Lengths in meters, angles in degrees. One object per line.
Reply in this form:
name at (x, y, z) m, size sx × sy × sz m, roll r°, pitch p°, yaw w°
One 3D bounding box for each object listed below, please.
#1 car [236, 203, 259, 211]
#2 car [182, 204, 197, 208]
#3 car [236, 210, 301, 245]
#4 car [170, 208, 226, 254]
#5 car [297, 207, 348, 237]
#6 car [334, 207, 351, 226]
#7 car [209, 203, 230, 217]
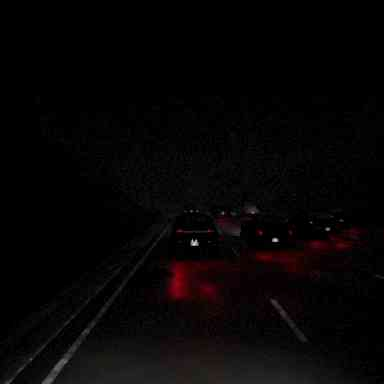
car at (6.453, 2.028, 38.782) m, size 1.812 × 1.442 × 4.674 m, roll 0°, pitch -1°, yaw -5°
car at (-0.258, 2.007, 35.493) m, size 2.033 × 1.411 × 5.357 m, roll 0°, pitch -1°, yaw -4°
car at (3.598, 1.817, 16.591) m, size 1.895 × 1.301 × 4.718 m, roll 0°, pitch -1°, yaw 0°
car at (0.097, 1.681, 14.459) m, size 2.128 × 1.511 × 4.902 m, roll 0°, pitch -1°, yaw 0°
car at (7.088, 1.781, 19.665) m, size 1.812 × 1.442 × 4.674 m, roll 0°, pitch -1°, yaw 0°
car at (10.575, 1.860, 25.818) m, size 1.812 × 1.442 × 4.674 m, roll 0°, pitch -1°, yaw 0°
car at (3.068, 1.989, 37.315) m, size 1.837 × 1.490 × 4.892 m, roll 0°, pitch -1°, yaw -5°
